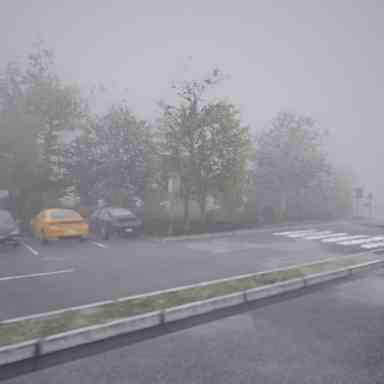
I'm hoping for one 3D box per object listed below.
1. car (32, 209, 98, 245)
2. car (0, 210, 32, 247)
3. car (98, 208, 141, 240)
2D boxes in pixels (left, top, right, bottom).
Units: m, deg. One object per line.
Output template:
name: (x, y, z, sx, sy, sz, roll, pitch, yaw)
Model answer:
car: (-6.679, 1.572, 16.451, 2.097, 1.535, 5.008, 1, 0, -35)
car: (-8.931, 1.550, 14.867, 2.231, 1.521, 4.892, 1, 0, -35)
car: (-4.431, 1.593, 18.044, 2.231, 1.521, 4.892, 0, 0, -35)
